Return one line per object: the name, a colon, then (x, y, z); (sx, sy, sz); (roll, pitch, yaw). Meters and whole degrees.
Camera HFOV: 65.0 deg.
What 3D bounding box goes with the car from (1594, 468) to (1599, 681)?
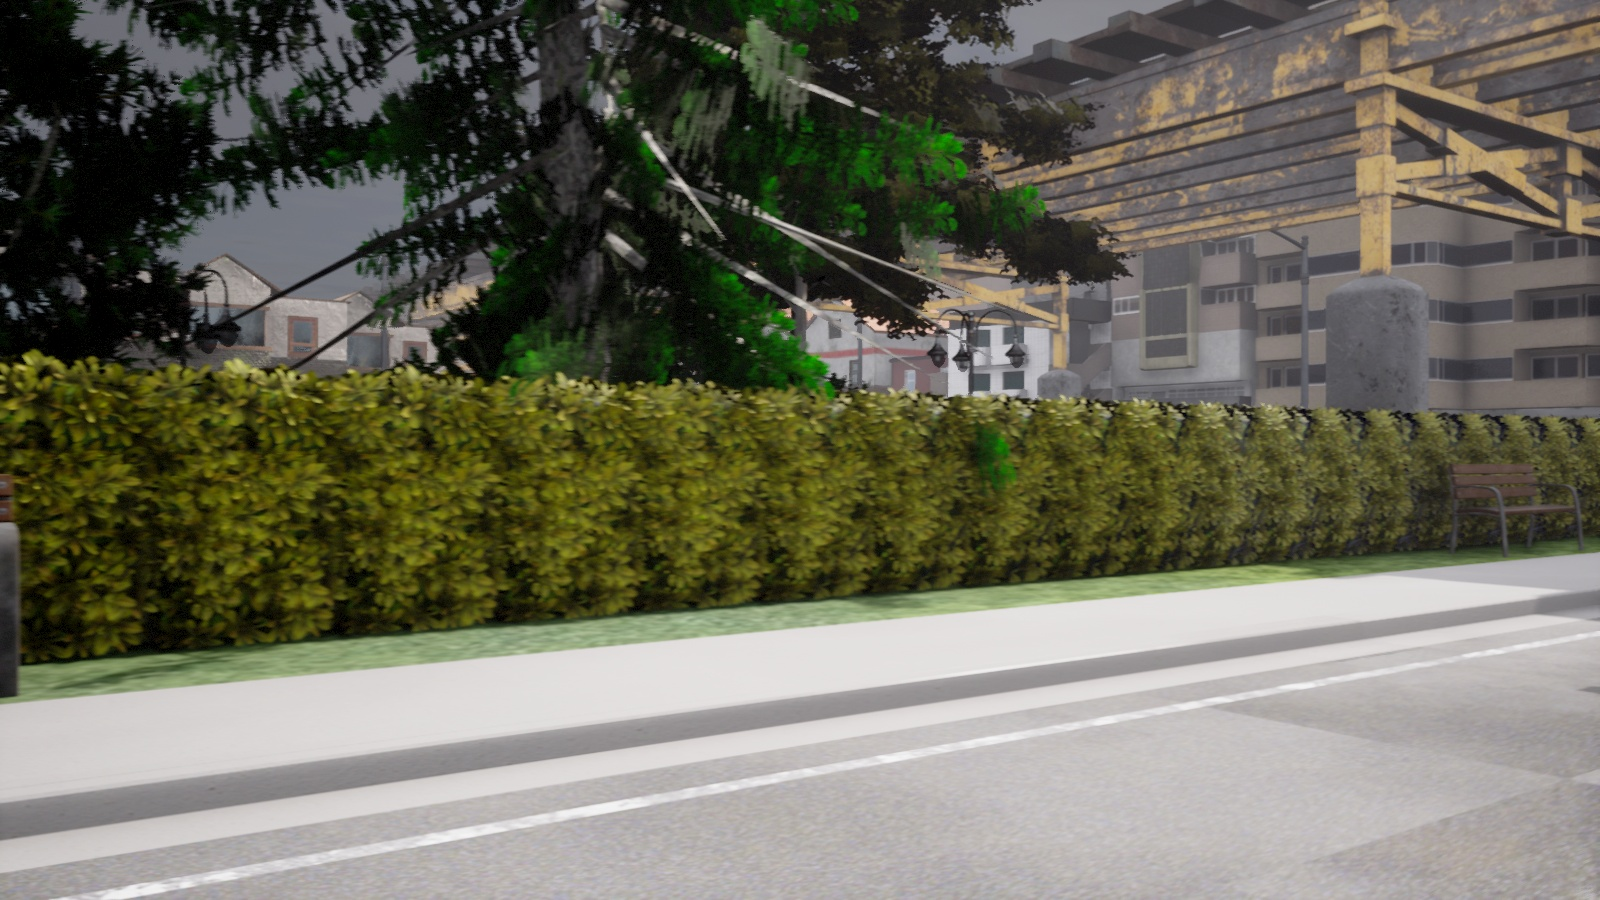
car: (6.476, 0.806, 8.166); (2.207, 1.376, 1.481); (0, 0, -35)
